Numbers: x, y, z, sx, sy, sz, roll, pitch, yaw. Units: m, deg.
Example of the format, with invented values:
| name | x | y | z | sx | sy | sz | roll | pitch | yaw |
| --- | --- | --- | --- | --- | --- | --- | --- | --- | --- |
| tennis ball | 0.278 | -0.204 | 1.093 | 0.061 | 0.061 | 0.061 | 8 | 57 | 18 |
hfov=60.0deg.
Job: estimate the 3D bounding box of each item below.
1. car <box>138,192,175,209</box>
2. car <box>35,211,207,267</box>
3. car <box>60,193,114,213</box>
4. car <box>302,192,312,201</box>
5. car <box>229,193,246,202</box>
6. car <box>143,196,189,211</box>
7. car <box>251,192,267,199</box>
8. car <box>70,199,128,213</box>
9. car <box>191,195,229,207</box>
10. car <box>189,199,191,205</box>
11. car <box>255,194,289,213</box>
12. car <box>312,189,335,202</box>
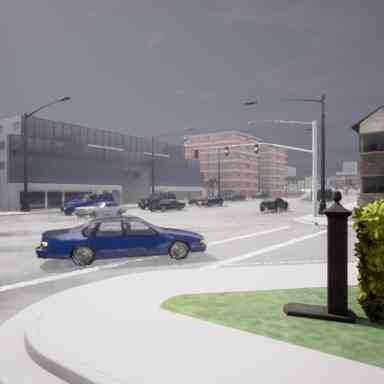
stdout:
| name | x | y | z | sx | sy | sz | roll | pitch | yaw |
| --- | --- | --- | --- | --- | --- | --- | --- | --- | --- |
| car | -4.180 | 1.072 | 41.378 | 2.150 | 2.045 | 5.566 | 0 | 1 | 36 |
| car | -2.261 | 1.544 | 11.181 | 5.357 | 1.411 | 2.033 | 0 | 0 | -17 |
| car | -10.120 | 1.171 | 32.903 | 2.150 | 2.045 | 5.566 | 0 | 0 | 35 |
| car | 20.514 | 0.744 | 57.950 | 1.812 | 1.442 | 4.674 | 0 | 1 | 35 |
| car | 7.544 | 0.901 | 58.079 | 2.033 | 1.411 | 5.357 | 0 | 1 | 35 |
| car | -2.826 | 1.493 | 37.210 | 1.895 | 1.301 | 4.718 | 0 | 1 | 35 |
| car | 13.714 | 0.733 | 66.763 | 2.033 | 1.411 | 5.357 | 0 | 0 | 36 |
| car | -8.083 | 1.555 | 29.706 | 1.895 | 1.301 | 4.718 | 0 | 0 | 35 |
| car | 2.443 | 1.217 | 44.727 | 2.128 | 1.511 | 4.902 | 0 | 1 | 35 |
| car | 1.423 | 1.247 | 49.370 | 1.895 | 1.301 | 4.718 | 0 | 2 | 35 |
| car | 8.719 | 1.317 | 35.038 | 1.837 | 1.490 | 4.892 | 0 | 1 | 35 |
| car | 21.560 | 0.486 | 53.366 | 2.150 | 2.045 | 5.566 | 0 | 1 | 35 |
